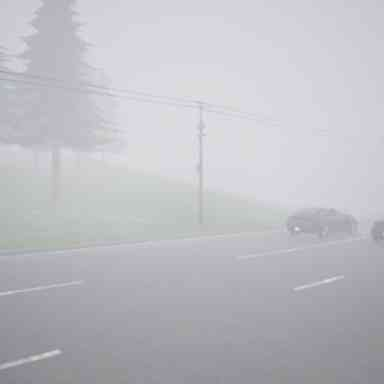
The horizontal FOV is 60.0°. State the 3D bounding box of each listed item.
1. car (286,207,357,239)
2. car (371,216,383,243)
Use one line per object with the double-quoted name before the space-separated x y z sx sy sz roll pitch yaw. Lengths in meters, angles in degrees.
"car" 6.999 1.548 17.724 4.892 1.490 1.837 0 0 -39
"car" 9.964 1.571 15.182 4.674 1.442 1.812 0 0 -36
